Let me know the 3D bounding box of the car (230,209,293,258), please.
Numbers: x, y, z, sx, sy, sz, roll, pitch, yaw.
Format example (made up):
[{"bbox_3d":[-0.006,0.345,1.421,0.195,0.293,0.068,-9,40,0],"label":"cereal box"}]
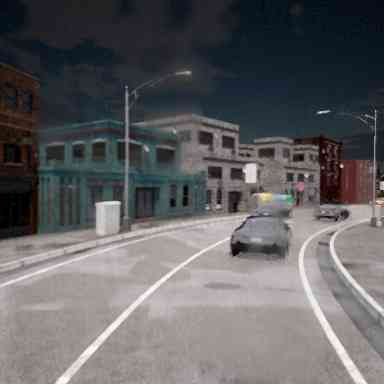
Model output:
[{"bbox_3d":[2.836,1.591,13.078,1.994,1.385,4.181,1,0,19],"label":"car"}]

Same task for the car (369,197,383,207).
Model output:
[{"bbox_3d":[32.898,1.736,58.905,2.097,1.767,4.553,1,0,40],"label":"car"}]

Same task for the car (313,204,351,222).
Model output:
[{"bbox_3d":[12.000,1.695,28.397,2.033,1.411,5.357,1,0,39],"label":"car"}]

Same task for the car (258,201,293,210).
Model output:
[{"bbox_3d":[6.866,1.552,27.715,1.837,1.490,4.892,1,0,36],"label":"car"}]
